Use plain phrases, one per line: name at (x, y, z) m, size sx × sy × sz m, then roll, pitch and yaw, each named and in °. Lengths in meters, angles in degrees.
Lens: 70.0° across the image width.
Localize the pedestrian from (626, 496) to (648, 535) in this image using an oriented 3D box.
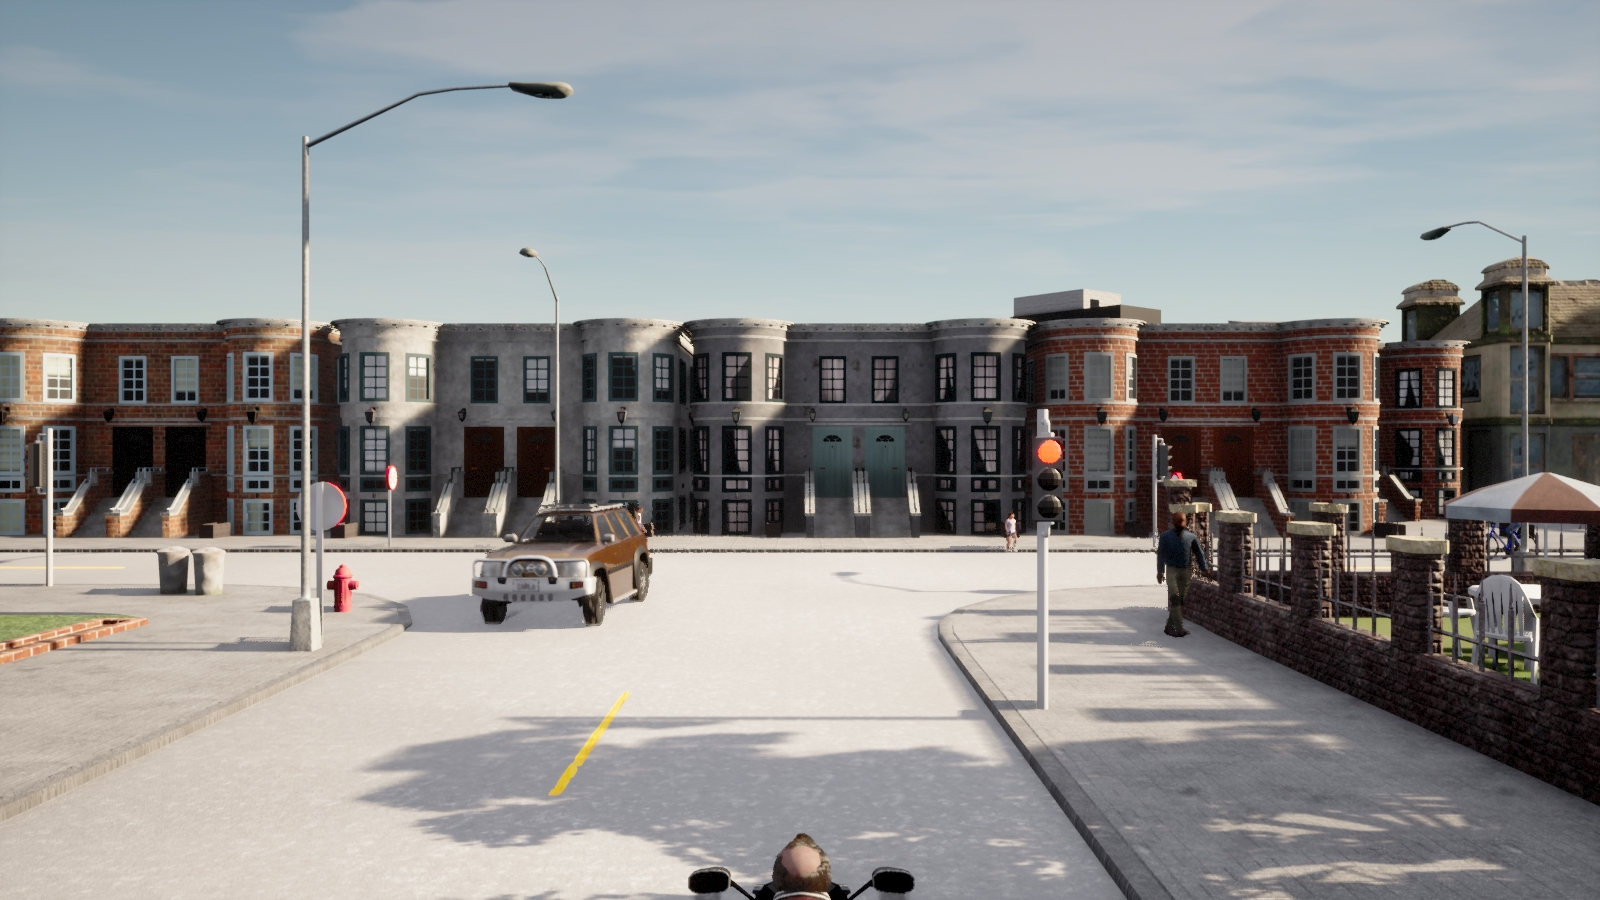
pedestrian at (-4.698, 1.891, 32.972) m, size 0.500 × 1.100 × 0.500 m, roll 0°, pitch 0°, yaw 11°

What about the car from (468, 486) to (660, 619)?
car at (-3.878, 1.635, 19.657) m, size 1.932 × 1.855 × 4.605 m, roll -1°, pitch 0°, yaw 6°

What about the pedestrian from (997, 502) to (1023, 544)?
pedestrian at (5.676, 1.972, 30.852) m, size 0.500 × 1.100 × 0.500 m, roll 0°, pitch 0°, yaw -21°

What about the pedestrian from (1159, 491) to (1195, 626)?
pedestrian at (5.283, 1.509, 16.012) m, size 0.375 × 1.860 × 0.375 m, roll 0°, pitch 0°, yaw 1°
